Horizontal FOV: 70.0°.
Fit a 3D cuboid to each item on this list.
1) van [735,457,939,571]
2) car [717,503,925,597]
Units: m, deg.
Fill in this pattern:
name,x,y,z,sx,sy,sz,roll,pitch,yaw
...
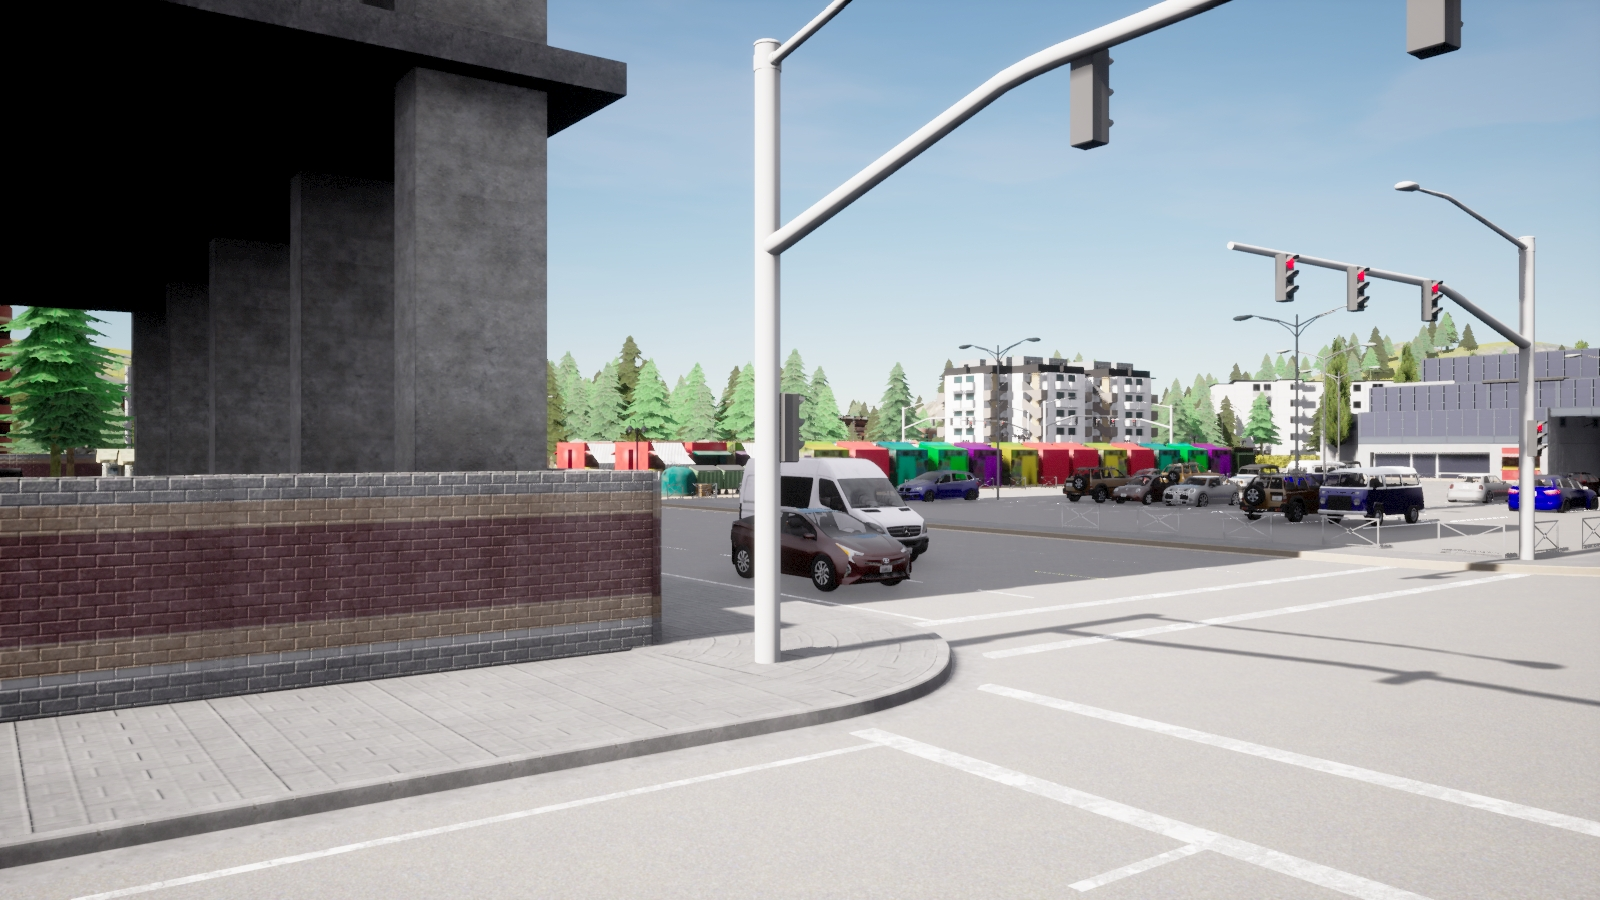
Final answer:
name,x,y,z,sx,sy,sz,roll,pitch,yaw
van,0.780,1.479,29.066,1.988,2.561,5.915,0,0,-36
car,0.324,1.984,23.786,2.007,1.525,4.514,0,0,-36
